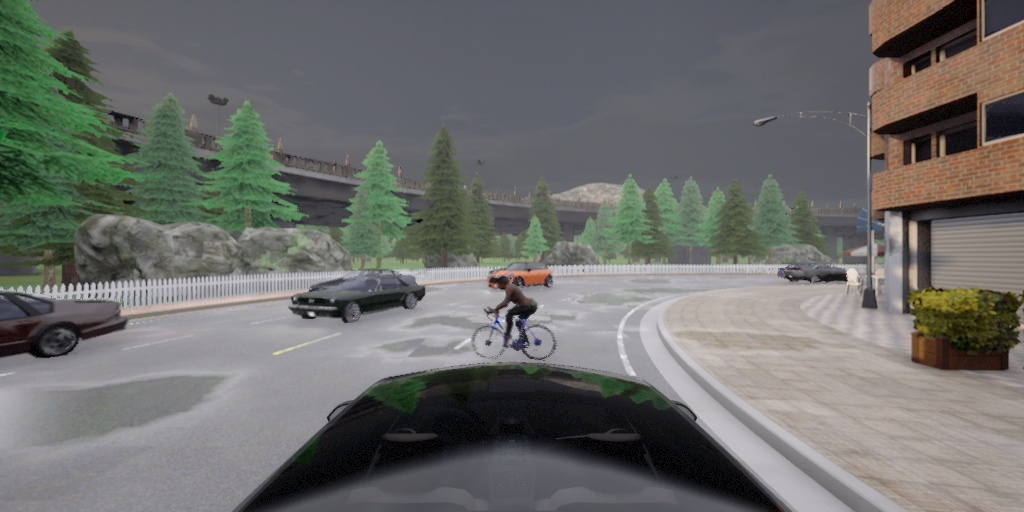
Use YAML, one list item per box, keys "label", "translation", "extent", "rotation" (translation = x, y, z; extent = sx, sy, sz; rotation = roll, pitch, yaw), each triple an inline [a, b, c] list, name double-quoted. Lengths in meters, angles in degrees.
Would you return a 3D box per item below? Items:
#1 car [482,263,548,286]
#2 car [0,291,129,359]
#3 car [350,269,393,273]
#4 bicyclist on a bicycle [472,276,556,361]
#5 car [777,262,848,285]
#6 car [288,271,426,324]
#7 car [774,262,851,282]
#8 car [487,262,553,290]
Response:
- label: "car"
  translation: [0.320, 1.301, 27.217]
  extent: [4.902, 1.511, 2.128]
  rotation: [0, 0, -44]
- label: "car"
  translation: [-9.985, 1.305, 5.855]
  extent: [2.033, 1.411, 5.357]
  rotation: [0, 0, 6]
- label: "car"
  translation: [-6.875, 1.333, 17.283]
  extent: [2.033, 1.411, 5.357]
  rotation: [0, 0, 25]
- label: "bicyclist on a bicycle"
  translation: [0.001, 1.211, 6.896]
  extent: [1.656, 1.620, 0.582]
  rotation: [-2, -1, 10]
- label: "car"
  translation: [22.768, 1.304, 26.412]
  extent: [4.902, 1.511, 2.128]
  rotation: [0, 0, -6]
- label: "car"
  translation: [-5.054, 1.375, 12.434]
  extent: [1.895, 1.301, 4.718]
  rotation: [0, 0, 20]
- label: "car"
  translation: [24.986, 1.300, 29.951]
  extent: [5.008, 1.535, 1.882]
  rotation: [0, 0, -3]
- label: "car"
  translation: [0.583, 1.150, 22.352]
  extent: [2.097, 1.767, 4.553]
  rotation: [0, 0, 41]
